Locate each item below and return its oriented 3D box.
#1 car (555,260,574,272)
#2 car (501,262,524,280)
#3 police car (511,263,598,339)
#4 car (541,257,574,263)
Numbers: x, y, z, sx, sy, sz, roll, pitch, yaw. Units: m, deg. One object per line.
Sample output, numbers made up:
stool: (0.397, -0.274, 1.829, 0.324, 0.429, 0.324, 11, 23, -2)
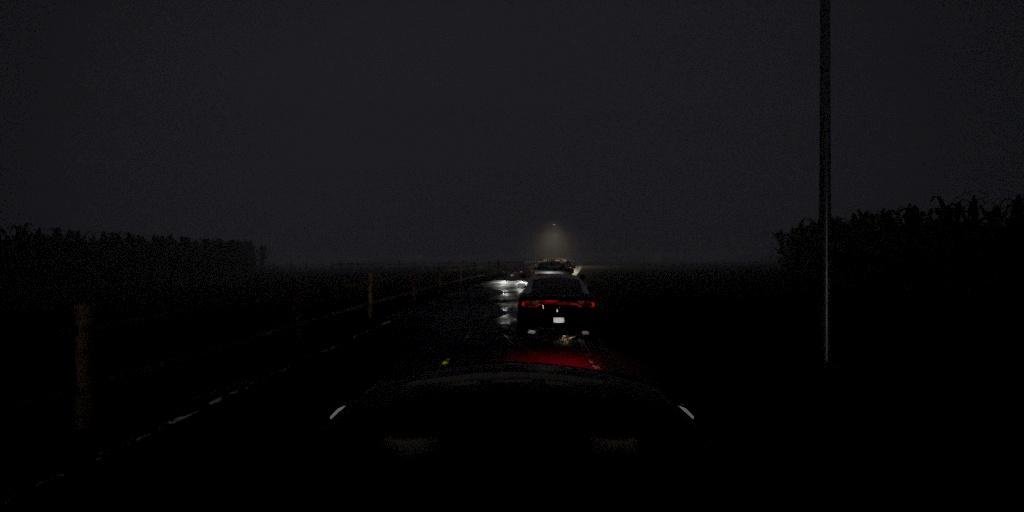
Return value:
car: (6.719, 1.253, 45.860, 1.994, 1.385, 4.181, 0, 0, 13)
car: (0.451, 1.243, 30.387, 1.812, 1.442, 4.674, 0, 0, 11)
police car: (1.197, 1.169, 10.267, 1.930, 1.638, 5.238, 0, 0, 4)
car: (2.257, 1.082, 19.917, 2.097, 1.767, 4.553, 0, 0, 8)
